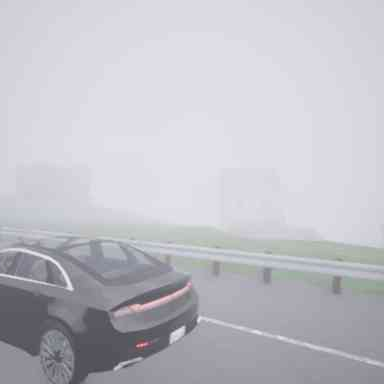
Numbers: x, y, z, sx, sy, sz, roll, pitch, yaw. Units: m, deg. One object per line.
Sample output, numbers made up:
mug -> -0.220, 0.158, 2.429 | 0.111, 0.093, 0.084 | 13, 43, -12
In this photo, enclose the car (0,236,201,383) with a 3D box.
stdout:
car -> -2.205, 1.468, 5.261 | 4.902, 1.511, 2.128 | 0, 0, 33
